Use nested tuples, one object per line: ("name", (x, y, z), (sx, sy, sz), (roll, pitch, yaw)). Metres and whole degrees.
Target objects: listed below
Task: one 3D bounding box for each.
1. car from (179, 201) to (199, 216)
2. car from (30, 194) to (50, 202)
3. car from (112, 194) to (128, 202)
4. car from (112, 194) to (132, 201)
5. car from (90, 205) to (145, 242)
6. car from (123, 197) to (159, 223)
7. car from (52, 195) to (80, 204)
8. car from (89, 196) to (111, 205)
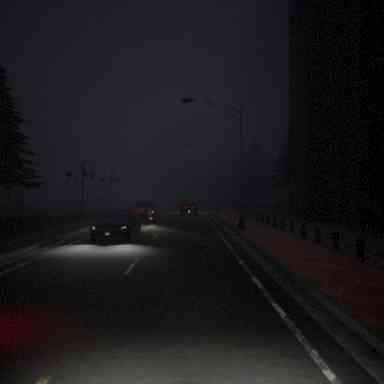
("car", (-0.320, 1.683, 35.133), (1.837, 1.490, 4.892), (0, 0, -1))
("car", (-36.775, 1.744, 79.559), (3.633, 1.501, 1.845), (0, 0, -1))
("car", (-18.721, 1.533, 86.303), (3.866, 1.878, 1.905), (0, 0, -1))
("car", (-18.272, 1.539, 83.402), (4.605, 1.855, 1.932), (0, 0, -1))
("car", (-3.794, 1.613, 17.129), (1.812, 1.442, 4.674), (0, -1, -1))
("car", (-3.813, 1.494, 26.349), (2.097, 1.767, 4.553), (0, 0, -1))
("car", (-25.634, 1.747, 67.704), (3.806, 1.475, 1.970), (0, 0, -1))
("car", (-18.177, 1.721, 64.817), (3.633, 1.501, 1.845), (0, 0, -1))
